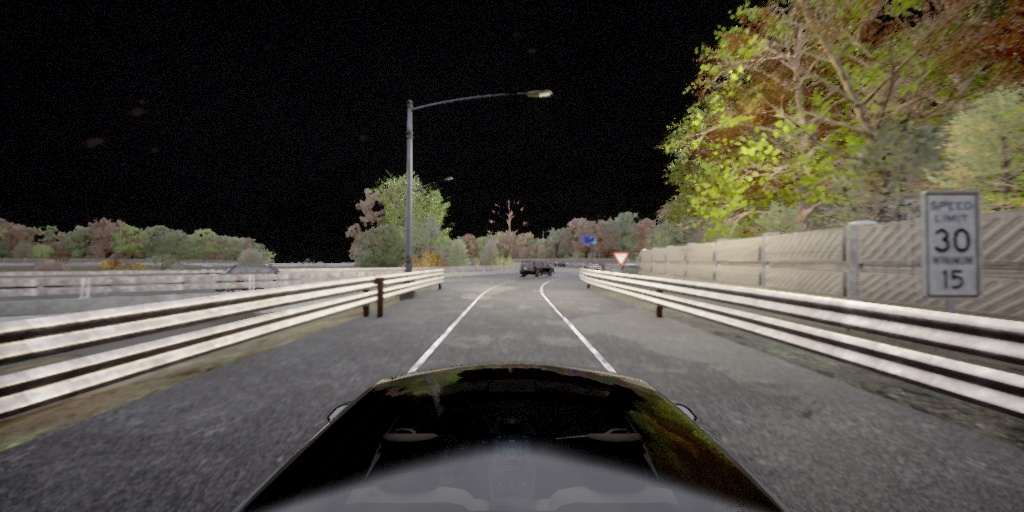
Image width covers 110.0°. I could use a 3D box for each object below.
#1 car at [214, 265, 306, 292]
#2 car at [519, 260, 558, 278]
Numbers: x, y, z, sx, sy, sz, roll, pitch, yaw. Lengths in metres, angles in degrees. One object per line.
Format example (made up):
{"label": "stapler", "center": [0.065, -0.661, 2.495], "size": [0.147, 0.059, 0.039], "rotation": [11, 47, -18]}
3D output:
{"label": "car", "center": [-14.942, 1.333, 21.561], "size": [4.553, 1.767, 2.097], "rotation": [1, -1, -44]}
{"label": "car", "center": [2.995, 1.543, 42.918], "size": [2.150, 2.045, 5.566], "rotation": [0, -1, 33]}
